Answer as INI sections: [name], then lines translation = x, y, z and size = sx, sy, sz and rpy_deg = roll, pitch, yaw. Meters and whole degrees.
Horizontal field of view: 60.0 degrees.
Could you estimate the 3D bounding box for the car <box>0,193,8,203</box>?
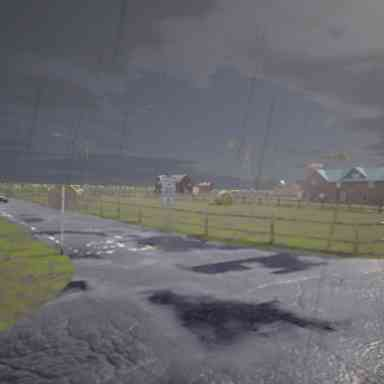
[car]
translation = -26.016, 0.806, 44.694
size = 1.994, 1.385, 4.181
rpy_deg = 2, 0, -36
